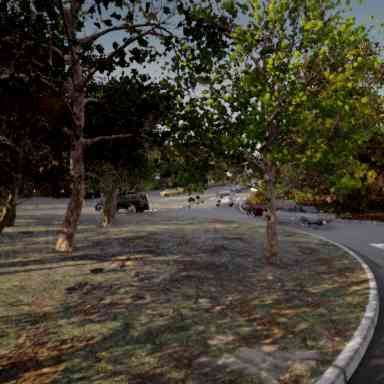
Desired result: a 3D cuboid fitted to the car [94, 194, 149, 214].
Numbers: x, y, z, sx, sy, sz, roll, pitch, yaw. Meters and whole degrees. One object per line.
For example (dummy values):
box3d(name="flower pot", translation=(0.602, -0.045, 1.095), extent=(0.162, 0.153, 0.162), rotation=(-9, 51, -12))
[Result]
box3d(name="car", translation=(-7.230, 1.219, 34.351), extent=(5.566, 2.045, 2.150), rotation=(0, -1, 12))

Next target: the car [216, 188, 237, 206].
box3d(name="car", translation=(4.786, 0.889, 47.071), extent=(2.150, 2.045, 5.566), rotation=(0, 3, 11))

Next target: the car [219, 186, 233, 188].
box3d(name="car", translation=(5.846, 0.252, 63.318), extent=(1.837, 1.490, 4.892), rotation=(0, 4, 19))

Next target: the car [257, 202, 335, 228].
box3d(name="car", translation=(7.024, 1.598, 22.564), extent=(1.895, 1.301, 4.718), rotation=(0, 0, -35))

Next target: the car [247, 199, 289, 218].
box3d(name="car", translation=(6.887, 1.349, 28.406), extent=(2.097, 1.767, 4.553), rotation=(0, 0, -37))

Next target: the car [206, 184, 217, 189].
box3d(name="car", translation=(4.556, -1.550, 94.719), extent=(2.163, 1.488, 4.792), rotation=(0, 3, 20))

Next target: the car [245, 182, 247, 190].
box3d(name="car", translation=(13.297, -1.215, 84.405), extent=(1.994, 1.385, 4.181), rotation=(0, 3, 20))

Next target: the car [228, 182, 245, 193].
box3d(name="car", translation=(9.831, -0.647, 74.942), extent=(2.097, 1.767, 4.553), rotation=(0, 3, 20))

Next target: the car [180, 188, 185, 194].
box3d(name="car", translation=(-3.033, -0.241, 73.706), extent=(1.946, 1.575, 5.366), rotation=(0, 3, 20))

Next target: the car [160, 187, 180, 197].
box3d(name="car", translation=(-4.915, 0.093, 68.524), extent=(1.946, 1.575, 5.366), rotation=(0, 3, 20))
